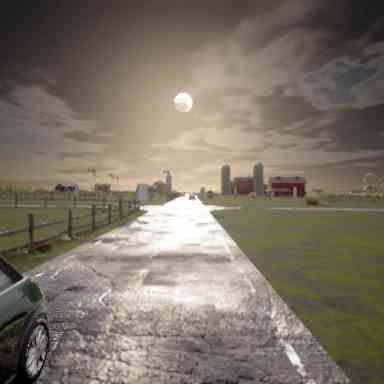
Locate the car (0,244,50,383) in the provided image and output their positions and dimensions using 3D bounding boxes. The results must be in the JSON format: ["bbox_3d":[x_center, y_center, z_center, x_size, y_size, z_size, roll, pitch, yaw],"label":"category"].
[{"bbox_3d":[-2.850,1.347,2.304,2.097,1.767,4.553,0,0,0],"label":"car"}]

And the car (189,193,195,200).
[{"bbox_3d":[0.008,1.302,89.046,2.033,1.411,5.357,0,0,0],"label":"car"}]
